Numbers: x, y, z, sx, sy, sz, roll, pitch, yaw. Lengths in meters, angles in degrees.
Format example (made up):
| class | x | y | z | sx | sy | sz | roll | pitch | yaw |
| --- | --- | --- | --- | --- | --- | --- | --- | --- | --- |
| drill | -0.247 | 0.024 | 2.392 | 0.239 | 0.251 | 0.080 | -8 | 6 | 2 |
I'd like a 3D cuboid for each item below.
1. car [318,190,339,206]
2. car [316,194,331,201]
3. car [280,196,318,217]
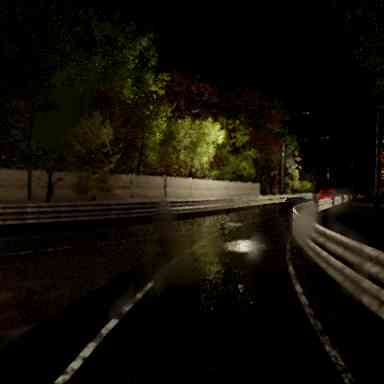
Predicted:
| class | x | y | z | sx | sy | sz | roll | pitch | yaw |
| --- | --- | --- | --- | --- | --- | --- | --- | --- | --- |
| car | 17.844 | 0.771 | 43.479 | 2.150 | 2.045 | 5.566 | 1 | 1 | 30 |
| car | 24.956 | 0.993 | 62.984 | 1.895 | 1.301 | 4.718 | 1 | 1 | 29 |
| car | 8.718 | 1.155 | 27.341 | 1.882 | 1.535 | 5.008 | 1 | 1 | 30 |
